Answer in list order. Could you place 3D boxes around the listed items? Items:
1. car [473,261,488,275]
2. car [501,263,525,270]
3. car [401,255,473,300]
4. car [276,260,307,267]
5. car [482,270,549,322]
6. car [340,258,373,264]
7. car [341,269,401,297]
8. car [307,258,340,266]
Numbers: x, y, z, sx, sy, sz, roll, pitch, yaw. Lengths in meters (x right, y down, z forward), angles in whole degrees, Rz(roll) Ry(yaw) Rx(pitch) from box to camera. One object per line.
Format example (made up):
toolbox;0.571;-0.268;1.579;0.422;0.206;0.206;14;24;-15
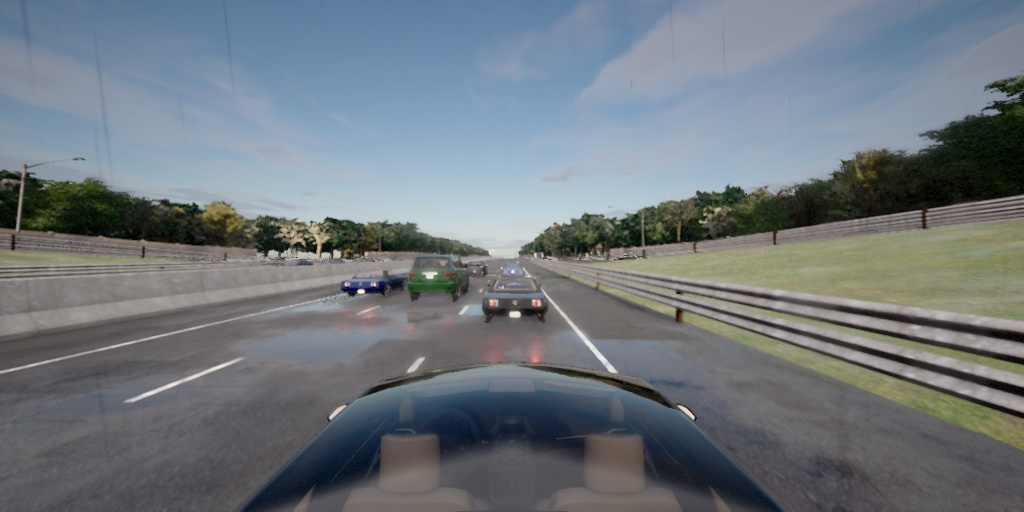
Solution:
car;-3.424;1.200;35.246;2.128;1.511;4.902;0;0;0
car;0.080;1.264;29.827;2.033;1.411;5.357;0;0;0
car;-3.410;0.956;17.531;2.150;2.045;5.566;0;0;0
car;-24.617;1.177;40.781;1.882;1.535;5.008;0;0;0
car;0.092;1.341;12.229;1.895;1.301;4.718;0;0;0
car;-17.616;1.050;41.700;2.097;1.767;4.553;0;0;0
car;-6.911;1.334;18.659;1.895;1.301;4.718;0;0;0
car;-21.115;1.051;41.584;2.097;1.767;4.553;0;0;0
